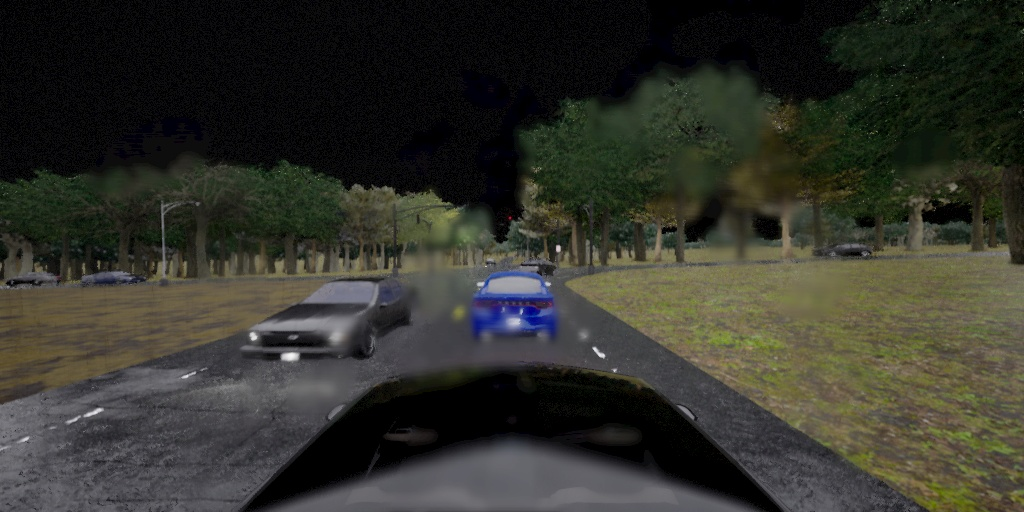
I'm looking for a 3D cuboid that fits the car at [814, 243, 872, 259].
[{"bbox_3d":[34.437,-0.540,37.412,5.008,1.535,1.882,-2,0,2],"label":"car"}]

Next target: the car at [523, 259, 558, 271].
[{"bbox_3d":[2.141,0.976,28.131,2.128,1.511,4.902,0,1,26],"label":"car"}]

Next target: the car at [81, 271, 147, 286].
[{"bbox_3d":[-40.623,2.257,36.623,5.357,1.411,2.033,-2,0,3],"label":"car"}]

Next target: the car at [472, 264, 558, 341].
[{"bbox_3d":[0.068,1.144,9.636,1.882,1.535,5.008,0,1,0],"label":"car"}]

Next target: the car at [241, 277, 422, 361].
[{"bbox_3d":[-3.587,1.226,8.476,2.033,1.411,5.357,0,1,0],"label":"car"}]
